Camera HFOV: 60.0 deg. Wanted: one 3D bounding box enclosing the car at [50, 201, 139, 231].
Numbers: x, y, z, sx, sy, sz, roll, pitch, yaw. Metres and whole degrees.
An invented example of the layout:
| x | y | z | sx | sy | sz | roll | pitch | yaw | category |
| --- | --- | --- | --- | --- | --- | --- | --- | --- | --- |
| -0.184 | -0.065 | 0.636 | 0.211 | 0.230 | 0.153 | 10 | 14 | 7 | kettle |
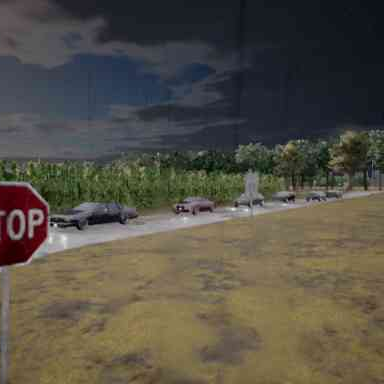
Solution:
| x | y | z | sx | sy | sz | roll | pitch | yaw | category |
| --- | --- | --- | --- | --- | --- | --- | --- | --- | --- |
| -5.410 | 1.249 | 18.951 | 2.033 | 1.411 | 5.357 | 0 | 1 | 34 | car |

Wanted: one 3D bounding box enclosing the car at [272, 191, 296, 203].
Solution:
| x | y | z | sx | sy | sz | roll | pitch | yaw | category |
| --- | --- | --- | --- | --- | --- | --- | --- | --- | --- |
| 12.194 | 0.612 | 43.870 | 1.882 | 1.535 | 5.008 | 0 | 1 | 36 | car |

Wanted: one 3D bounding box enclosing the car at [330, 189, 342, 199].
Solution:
| x | y | z | sx | sy | sz | roll | pitch | yaw | category |
| --- | --- | --- | --- | --- | --- | --- | --- | --- | --- |
| 23.187 | 0.339 | 54.403 | 1.882 | 1.535 | 5.008 | 0 | 1 | 35 | car |

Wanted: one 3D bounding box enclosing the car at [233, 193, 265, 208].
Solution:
| x | y | z | sx | sy | sz | roll | pitch | yaw | category |
| --- | --- | --- | --- | --- | --- | --- | --- | --- | --- |
| 6.113 | 0.833 | 35.322 | 1.837 | 1.490 | 4.892 | 0 | 1 | 36 | car |

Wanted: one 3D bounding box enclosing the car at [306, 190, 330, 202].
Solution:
| x | y | z | sx | sy | sz | roll | pitch | yaw | category |
| --- | --- | --- | --- | --- | --- | --- | --- | --- | --- |
| 17.191 | 0.561 | 45.911 | 1.837 | 1.490 | 4.892 | 0 | 1 | 35 | car |

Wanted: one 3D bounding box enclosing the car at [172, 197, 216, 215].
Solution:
| x | y | z | sx | sy | sz | roll | pitch | yaw | category |
| --- | --- | --- | --- | --- | --- | --- | --- | --- | --- |
| 0.231 | 1.081 | 27.023 | 1.994 | 1.385 | 4.181 | 0 | 1 | 34 | car |
